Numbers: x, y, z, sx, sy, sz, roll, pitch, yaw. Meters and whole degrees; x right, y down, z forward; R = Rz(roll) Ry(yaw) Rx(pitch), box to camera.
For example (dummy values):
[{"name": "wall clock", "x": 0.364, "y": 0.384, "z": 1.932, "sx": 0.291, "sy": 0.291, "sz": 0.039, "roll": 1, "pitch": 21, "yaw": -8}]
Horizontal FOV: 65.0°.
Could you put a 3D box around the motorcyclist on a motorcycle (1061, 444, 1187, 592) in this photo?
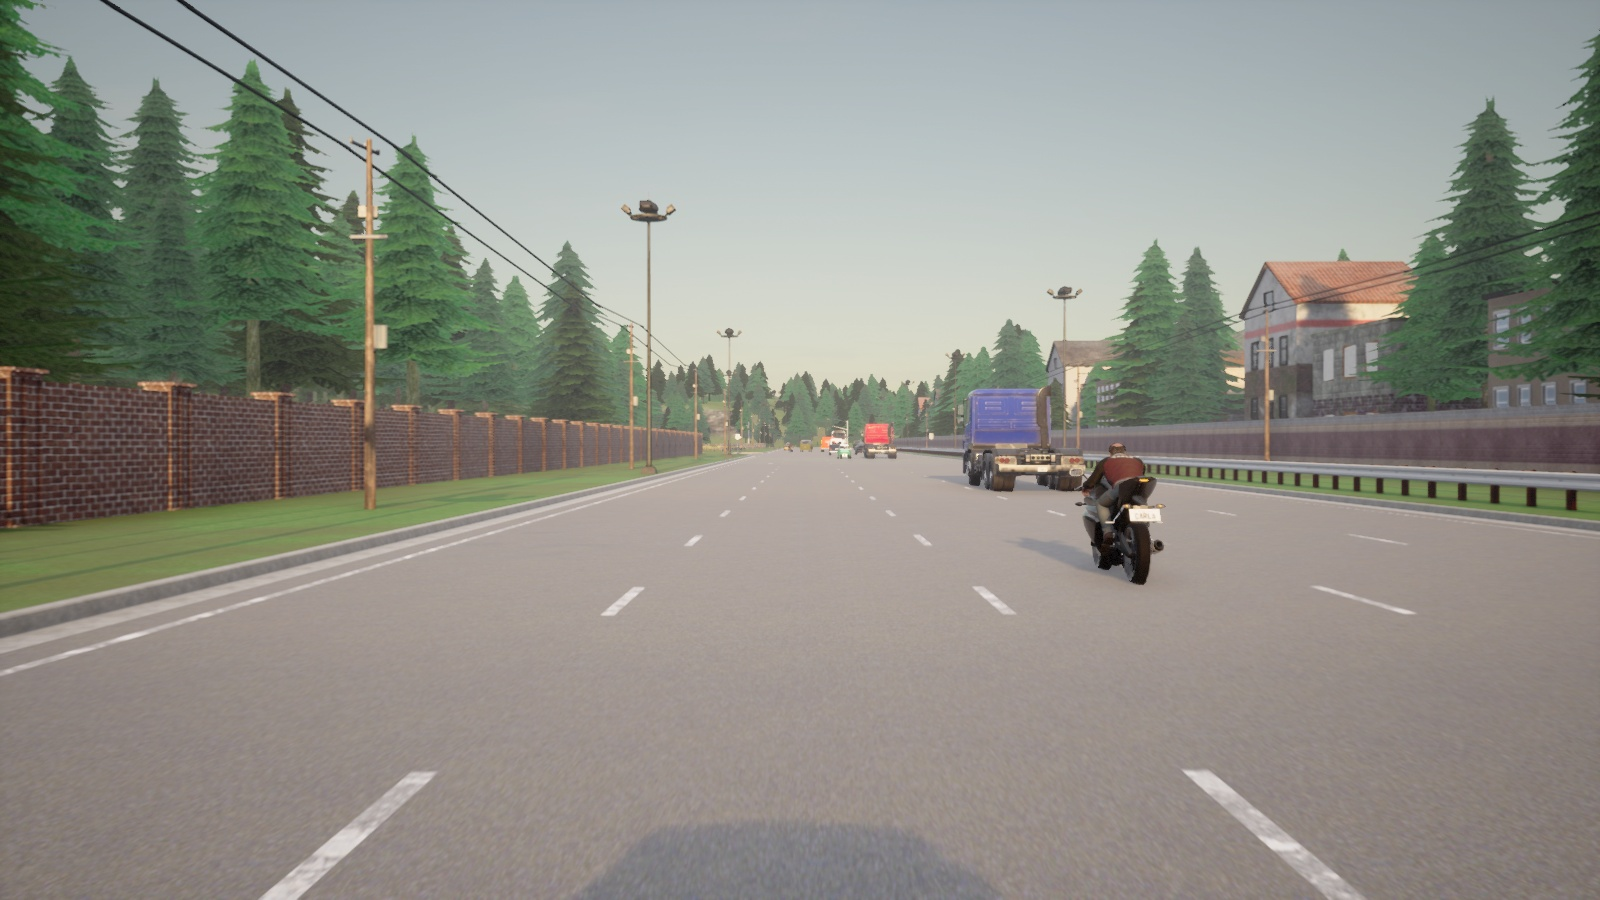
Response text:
[{"name": "motorcyclist on a motorcycle", "x": 3.596, "y": 0.705, "z": 14.166, "sx": 0.866, "sy": 1.530, "sz": 2.191, "roll": 0, "pitch": 0, "yaw": 0}]

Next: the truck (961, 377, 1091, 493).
[{"name": "truck", "x": 7.253, "y": -0.463, "z": 41.425, "sx": 2.891, "sy": 3.462, "sz": 7.936, "roll": 0, "pitch": 0, "yaw": 0}]
